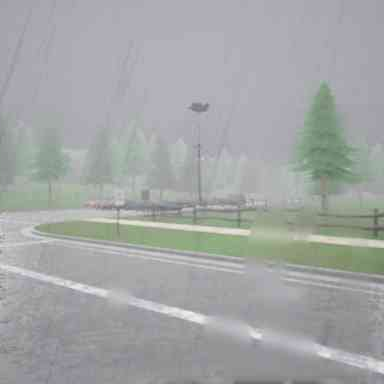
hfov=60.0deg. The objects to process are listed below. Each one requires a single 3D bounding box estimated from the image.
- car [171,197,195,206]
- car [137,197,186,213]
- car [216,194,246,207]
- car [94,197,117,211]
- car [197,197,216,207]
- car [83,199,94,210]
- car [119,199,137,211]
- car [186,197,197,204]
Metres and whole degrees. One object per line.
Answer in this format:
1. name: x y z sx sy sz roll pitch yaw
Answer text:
1. car: -1.556 1.625 58.913 1.994 1.385 4.181 0 0 36
2. car: -3.400 1.590 38.107 2.033 1.411 5.357 0 0 35
3. car: 6.460 1.263 52.117 2.150 2.045 5.566 0 0 35
4. car: -9.320 1.533 41.849 1.882 1.535 5.008 0 0 35
5. car: 3.427 1.540 53.872 2.128 1.511 4.902 0 0 35
6. car: -12.103 1.414 43.970 2.097 1.767 4.553 0 0 35
7. car: -6.301 1.613 40.059 1.994 1.385 4.181 0 0 35
8. car: 0.186 1.602 55.346 2.033 1.411 5.357 0 0 35
